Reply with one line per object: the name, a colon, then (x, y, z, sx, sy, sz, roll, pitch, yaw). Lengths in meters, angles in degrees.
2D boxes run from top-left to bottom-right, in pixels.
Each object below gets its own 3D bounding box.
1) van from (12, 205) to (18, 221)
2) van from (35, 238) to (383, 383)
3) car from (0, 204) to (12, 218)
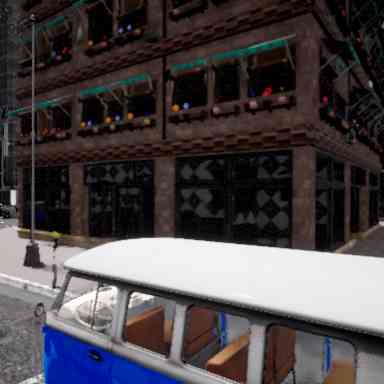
van: (-11.258, 1.593, 25.657, 1.690, 1.788, 3.998, 1, 0, 35)
van: (0.481, 1.350, 2.514, 3.998, 1.788, 1.690, -1, 0, 36)
car: (-18.087, 1.772, 30.519, 1.947, 1.339, 4.313, 1, 0, 35)
